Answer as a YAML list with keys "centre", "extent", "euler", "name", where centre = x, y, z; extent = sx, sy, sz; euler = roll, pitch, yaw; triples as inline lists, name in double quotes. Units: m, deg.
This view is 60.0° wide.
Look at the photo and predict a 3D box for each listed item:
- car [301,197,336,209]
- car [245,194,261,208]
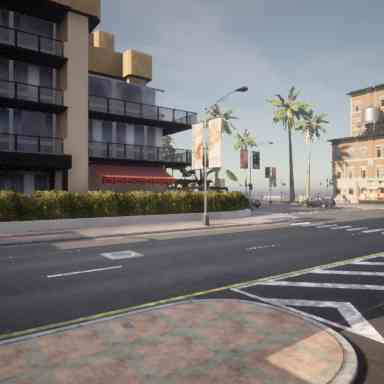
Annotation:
- centre: [17.483, 1.491, 46.274]
  extent: [2.128, 1.511, 4.902]
  euler: [0, 0, -35]
  name: "car"
- centre: [7.433, 1.221, 48.093]
  extent: [2.150, 2.045, 5.566]
  euler: [0, 0, -35]
  name: "car"
